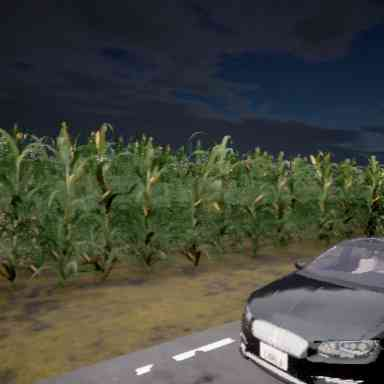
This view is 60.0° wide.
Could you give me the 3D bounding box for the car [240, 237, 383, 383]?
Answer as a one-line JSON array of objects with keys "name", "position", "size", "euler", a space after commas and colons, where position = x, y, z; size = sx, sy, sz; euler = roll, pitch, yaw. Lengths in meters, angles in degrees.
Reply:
[{"name": "car", "position": [2.865, 1.498, 4.993], "size": [4.902, 1.511, 2.128], "euler": [0, 0, -36]}]
